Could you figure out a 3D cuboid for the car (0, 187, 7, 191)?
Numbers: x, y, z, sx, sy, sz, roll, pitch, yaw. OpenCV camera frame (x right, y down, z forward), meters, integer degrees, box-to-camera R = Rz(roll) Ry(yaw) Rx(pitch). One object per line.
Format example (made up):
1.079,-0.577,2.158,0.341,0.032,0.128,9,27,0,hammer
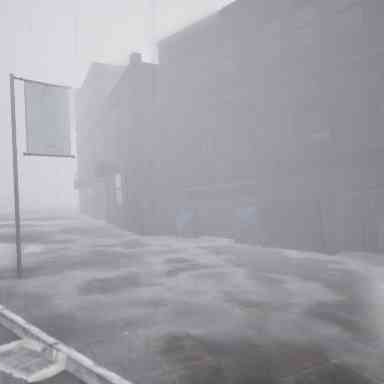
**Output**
-47.443,-0.646,79.382,2.231,1.521,4.892,-4,-3,5,car
